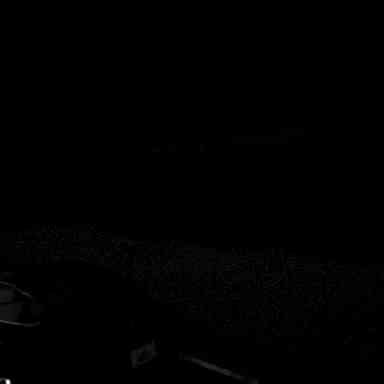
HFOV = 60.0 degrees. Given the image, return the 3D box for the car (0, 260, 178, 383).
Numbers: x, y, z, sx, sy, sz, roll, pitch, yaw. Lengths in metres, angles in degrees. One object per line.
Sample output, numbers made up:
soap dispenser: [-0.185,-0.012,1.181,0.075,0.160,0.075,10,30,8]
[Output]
car: [-2.153,1.604,4.391,4.313,1.339,1.947,-1,-1,35]

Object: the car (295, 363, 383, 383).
car: [2.427,1.532,1.126,4.507,1.381,1.887,-1,-1,35]
